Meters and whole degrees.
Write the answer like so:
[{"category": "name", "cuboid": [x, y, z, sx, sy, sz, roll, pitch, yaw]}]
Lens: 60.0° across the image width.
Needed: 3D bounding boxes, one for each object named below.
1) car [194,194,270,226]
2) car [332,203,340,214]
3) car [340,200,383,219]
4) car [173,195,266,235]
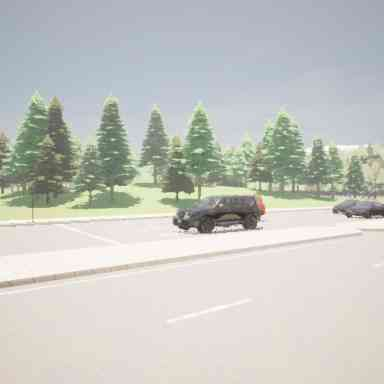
[{"category": "car", "cuboid": [3.039, 1.220, 24.608, 5.566, 2.045, 2.150, 0, 0, -34]}, {"category": "car", "cuboid": [16.162, 1.525, 33.694, 4.674, 1.442, 1.812, 0, 0, -35]}, {"category": "car", "cuboid": [15.204, 1.525, 28.780, 4.674, 1.442, 1.812, 0, 0, -34]}, {"category": "car", "cuboid": [1.590, 1.222, 19.312, 5.566, 2.045, 2.150, 0, 0, -35]}]
